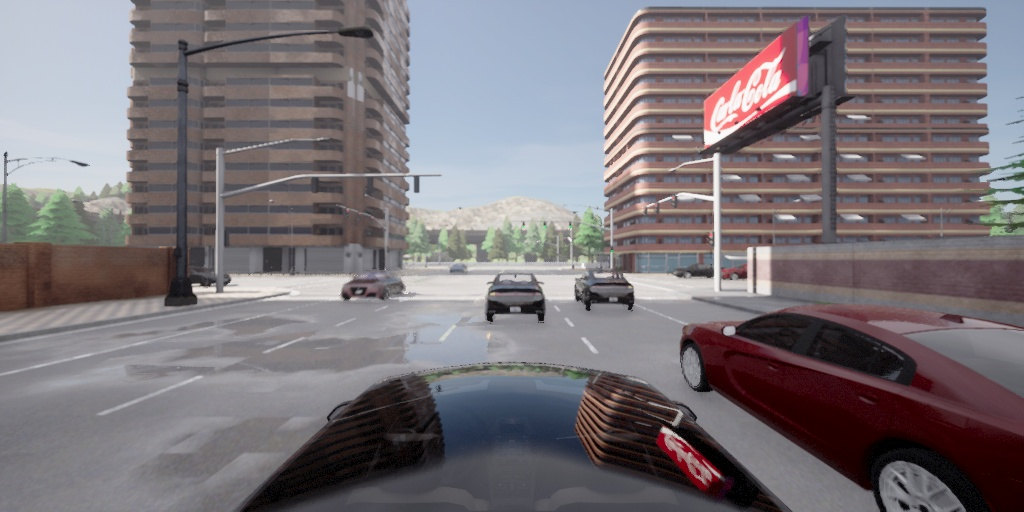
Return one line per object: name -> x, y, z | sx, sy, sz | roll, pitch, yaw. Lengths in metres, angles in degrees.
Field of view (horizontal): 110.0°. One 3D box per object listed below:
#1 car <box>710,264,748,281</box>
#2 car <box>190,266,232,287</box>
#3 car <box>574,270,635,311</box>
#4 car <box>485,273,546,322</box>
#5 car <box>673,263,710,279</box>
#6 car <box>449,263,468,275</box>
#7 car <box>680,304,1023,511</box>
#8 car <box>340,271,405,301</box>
car -> 21.452, 1.473, 32.874 | 5.008, 1.535, 1.882 | 0, 0, 0
car -> -22.784, 1.457, 25.653 | 4.674, 1.442, 1.812 | 0, 0, 0
car -> 3.780, 1.347, 15.214 | 2.128, 1.511, 4.902 | 0, 0, 4
car -> 0.120, 1.326, 12.604 | 2.128, 1.511, 4.902 | 0, 0, 1
car -> 18.995, 1.499, 36.371 | 5.008, 1.535, 1.882 | 0, 0, 0
car -> -6.806, 1.612, 46.135 | 2.033, 1.411, 5.357 | 0, 0, 0
car -> 3.607, 1.244, 3.758 | 1.882, 1.535, 5.008 | 0, 0, 0
car -> -6.930, 1.444, 18.203 | 1.994, 1.385, 4.181 | 0, 0, 0
